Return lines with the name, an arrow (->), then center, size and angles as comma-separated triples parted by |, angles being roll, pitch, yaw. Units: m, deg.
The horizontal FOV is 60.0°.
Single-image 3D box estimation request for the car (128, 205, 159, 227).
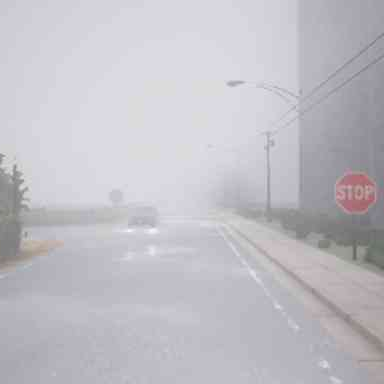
car -> -3.501, 1.741, 24.736 | 1.837, 1.490, 4.892 | 0, 0, 0
